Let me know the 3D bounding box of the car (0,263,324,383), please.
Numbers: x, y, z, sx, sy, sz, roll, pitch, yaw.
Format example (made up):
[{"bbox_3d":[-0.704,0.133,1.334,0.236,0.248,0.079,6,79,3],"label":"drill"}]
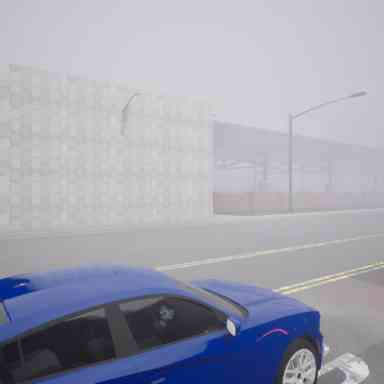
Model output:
[{"bbox_3d":[-0.733,1.478,3.227,5.008,1.535,1.882,0,0,-36],"label":"car"}]
